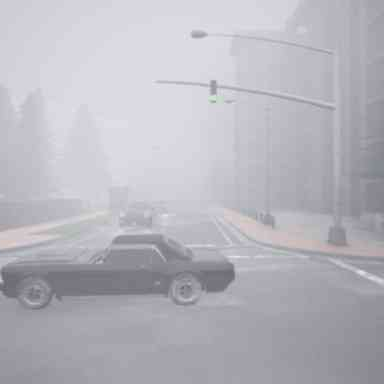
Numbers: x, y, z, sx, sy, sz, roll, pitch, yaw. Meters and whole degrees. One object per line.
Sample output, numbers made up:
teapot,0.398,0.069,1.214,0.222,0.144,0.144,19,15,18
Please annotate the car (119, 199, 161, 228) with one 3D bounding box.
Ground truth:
car,-3.600,1.412,22.859,2.097,1.767,4.553,0,0,0

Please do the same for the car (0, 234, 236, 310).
car,-1.537,1.624,7.335,4.718,1.301,1.895,0,0,-5

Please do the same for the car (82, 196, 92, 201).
car,-25.019,1.372,78.269,1.932,1.855,4.605,0,0,-1

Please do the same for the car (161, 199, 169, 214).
car,-3.591,1.593,37.219,1.837,1.490,4.892,0,2,0
